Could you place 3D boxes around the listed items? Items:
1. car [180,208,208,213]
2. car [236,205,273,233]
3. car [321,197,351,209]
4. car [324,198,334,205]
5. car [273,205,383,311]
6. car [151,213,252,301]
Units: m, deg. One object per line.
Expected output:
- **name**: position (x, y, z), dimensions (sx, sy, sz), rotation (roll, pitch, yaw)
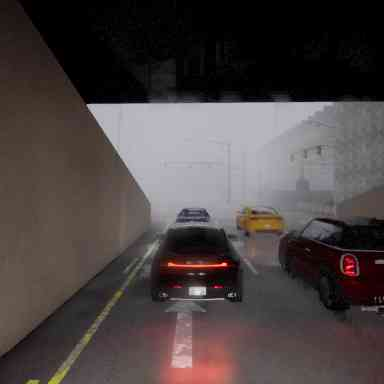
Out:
- **car**: position (0.102, 1.547, 18.050), dimensions (2.033, 1.411, 5.357), rotation (0, 0, 3)
- **car**: position (3.633, 1.478, 18.430), dimensions (1.882, 1.535, 5.008), rotation (0, 0, 0)
- **car**: position (17.653, 1.295, 40.633), dimensions (4.536, 1.218, 1.853), rotation (0, 0, -45)
- **car**: position (17.616, 1.453, 40.596), dimensions (4.974, 1.542, 2.038), rotation (0, 0, -45)
- **car**: position (3.592, 1.353, 7.941), dimensions (2.097, 1.767, 4.553), rotation (0, 0, 0)
- **car**: position (0.106, 1.505, 8.304), dimensions (1.837, 1.490, 4.892), rotation (0, 0, 0)
